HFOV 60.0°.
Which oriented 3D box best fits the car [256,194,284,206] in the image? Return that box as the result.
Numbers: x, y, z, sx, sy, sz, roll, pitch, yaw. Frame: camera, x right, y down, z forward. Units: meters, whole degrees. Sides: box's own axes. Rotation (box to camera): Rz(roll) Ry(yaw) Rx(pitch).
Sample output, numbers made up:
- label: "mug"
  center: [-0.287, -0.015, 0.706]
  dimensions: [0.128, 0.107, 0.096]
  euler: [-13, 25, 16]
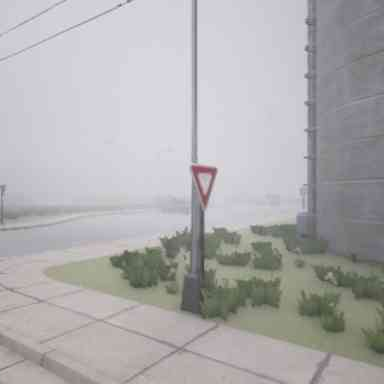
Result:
- label: "car"
  center: [12.825, 1.313, 55.605]
  dimensions: [3.866, 1.878, 1.905]
  euler: [0, 0, 35]

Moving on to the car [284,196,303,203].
- label: "car"
  center: [20.088, 1.506, 66.978]
  dimensions: [4.193, 1.474, 1.816]
  euler: [0, 0, 35]

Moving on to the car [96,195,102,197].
- label: "car"
  center: [-19.776, 1.433, 71.272]
  dimensions: [1.812, 1.442, 4.674]
  euler: [0, 0, 35]

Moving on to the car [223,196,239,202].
- label: "car"
  center: [8.863, 1.519, 73.376]
  dimensions: [3.905, 1.438, 1.784]
  euler: [0, 0, 35]

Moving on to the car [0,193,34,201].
- label: "car"
  center: [-30.047, 1.253, 56.798]
  dimensions: [2.150, 2.045, 5.566]
  euler: [0, 0, 35]

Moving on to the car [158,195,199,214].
- label: "car"
  center: [-1.052, 1.478, 35.772]
  dimensions: [4.611, 1.667, 2.242]
  euler: [0, 0, 35]

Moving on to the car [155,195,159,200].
- label: "car"
  center: [-3.877, 1.307, 54.854]
  dimensions: [4.605, 1.855, 1.932]
  euler: [0, 0, 35]
